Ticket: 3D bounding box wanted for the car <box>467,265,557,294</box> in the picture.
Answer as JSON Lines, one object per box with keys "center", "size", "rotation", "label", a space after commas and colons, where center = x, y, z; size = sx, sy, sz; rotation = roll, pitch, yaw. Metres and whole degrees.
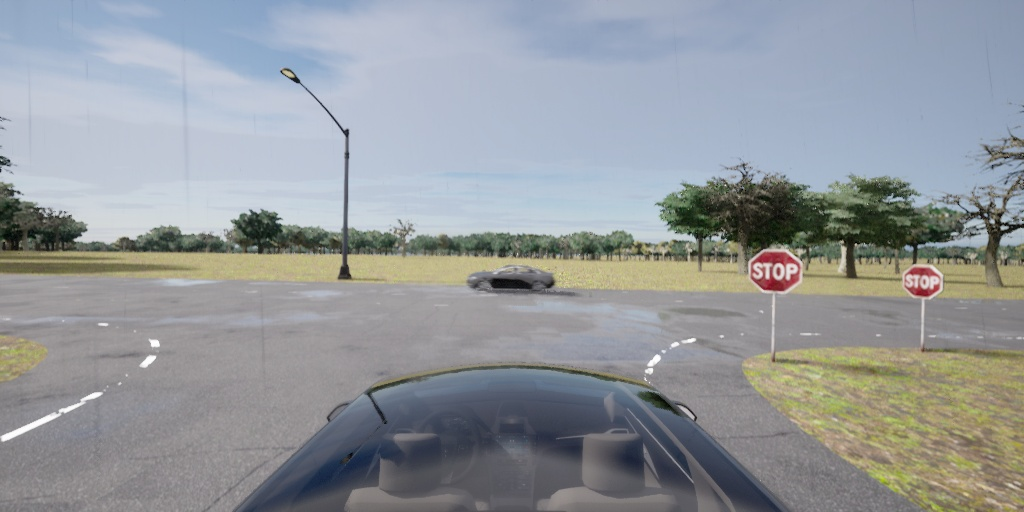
{"center": [-0.004, 1.239, 19.744], "size": [4.902, 1.511, 2.128], "rotation": [2, 0, -3], "label": "car"}
